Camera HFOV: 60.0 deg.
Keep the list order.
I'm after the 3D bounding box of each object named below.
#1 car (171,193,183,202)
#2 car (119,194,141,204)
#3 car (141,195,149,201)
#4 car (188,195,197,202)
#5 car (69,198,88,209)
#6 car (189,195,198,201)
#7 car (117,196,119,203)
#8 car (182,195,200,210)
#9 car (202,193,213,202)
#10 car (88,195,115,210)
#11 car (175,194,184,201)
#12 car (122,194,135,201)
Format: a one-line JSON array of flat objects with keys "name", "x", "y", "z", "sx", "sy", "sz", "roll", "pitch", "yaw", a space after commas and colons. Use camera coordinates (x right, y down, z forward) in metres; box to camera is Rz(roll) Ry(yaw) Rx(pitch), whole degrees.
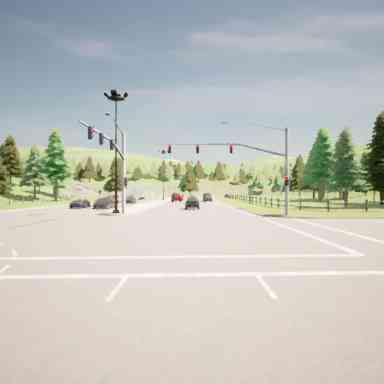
[{"name": "car", "x": -3.409, "y": 1.200, "z": 73.853, "sx": 2.150, "sy": 2.045, "sz": 5.566, "roll": 0, "pitch": 0, "yaw": 1}, {"name": "car", "x": -11.510, "y": 1.530, "z": 61.824, "sx": 2.033, "sy": 1.411, "sz": 5.357, "roll": 0, "pitch": 0, "yaw": 0}, {"name": "car", "x": -11.353, "y": 1.385, "z": 77.563, "sx": 1.895, "sy": 1.301, "sz": 4.718, "roll": 0, "pitch": 0, "yaw": 1}, {"name": "car", "x": 0.095, "y": 1.454, "z": 74.233, "sx": 1.882, "sy": 1.535, "sz": 5.008, "roll": 0, "pitch": 0, "yaw": 1}, {"name": "car", "x": -15.063, "y": 1.551, "z": 44.954, "sx": 1.994, "sy": 1.385, "sz": 4.181, "roll": 0, "pitch": 0, "yaw": 0}, {"name": "car", "x": 0.321, "y": 1.442, "z": 84.503, "sx": 2.128, "sy": 1.511, "sz": 4.902, "roll": 0, "pitch": 0, "yaw": 2}, {"name": "car", "x": -14.997, "y": 1.333, "z": 62.362, "sx": 2.097, "sy": 1.767, "sz": 4.553, "roll": 0, "pitch": 0, "yaw": 1}, {"name": "car", "x": 0.032, "y": 1.491, "z": 43.214, "sx": 1.837, "sy": 1.490, "sz": 4.892, "roll": 0, "pitch": 0, "yaw": 0}, {"name": "car", "x": 3.591, "y": 1.515, "z": 73.814, "sx": 2.033, "sy": 1.411, "sz": 5.357, "roll": 0, "pitch": 0, "yaw": 1}, {"name": "car", "x": -11.565, "y": 1.492, "z": 43.509, "sx": 1.837, "sy": 1.490, "sz": 4.892, "roll": 0, "pitch": 0, "yaw": 0}, {"name": "car", "x": -3.178, "y": 1.395, "z": 84.598, "sx": 1.882, "sy": 1.535, "sz": 5.008, "roll": 0, "pitch": 0, "yaw": 2}, {"name": "car", "x": -14.846, "y": 1.290, "z": 77.965, "sx": 2.128, "sy": 1.511, "sz": 4.902, "roll": 0, "pitch": 0, "yaw": 1}]
